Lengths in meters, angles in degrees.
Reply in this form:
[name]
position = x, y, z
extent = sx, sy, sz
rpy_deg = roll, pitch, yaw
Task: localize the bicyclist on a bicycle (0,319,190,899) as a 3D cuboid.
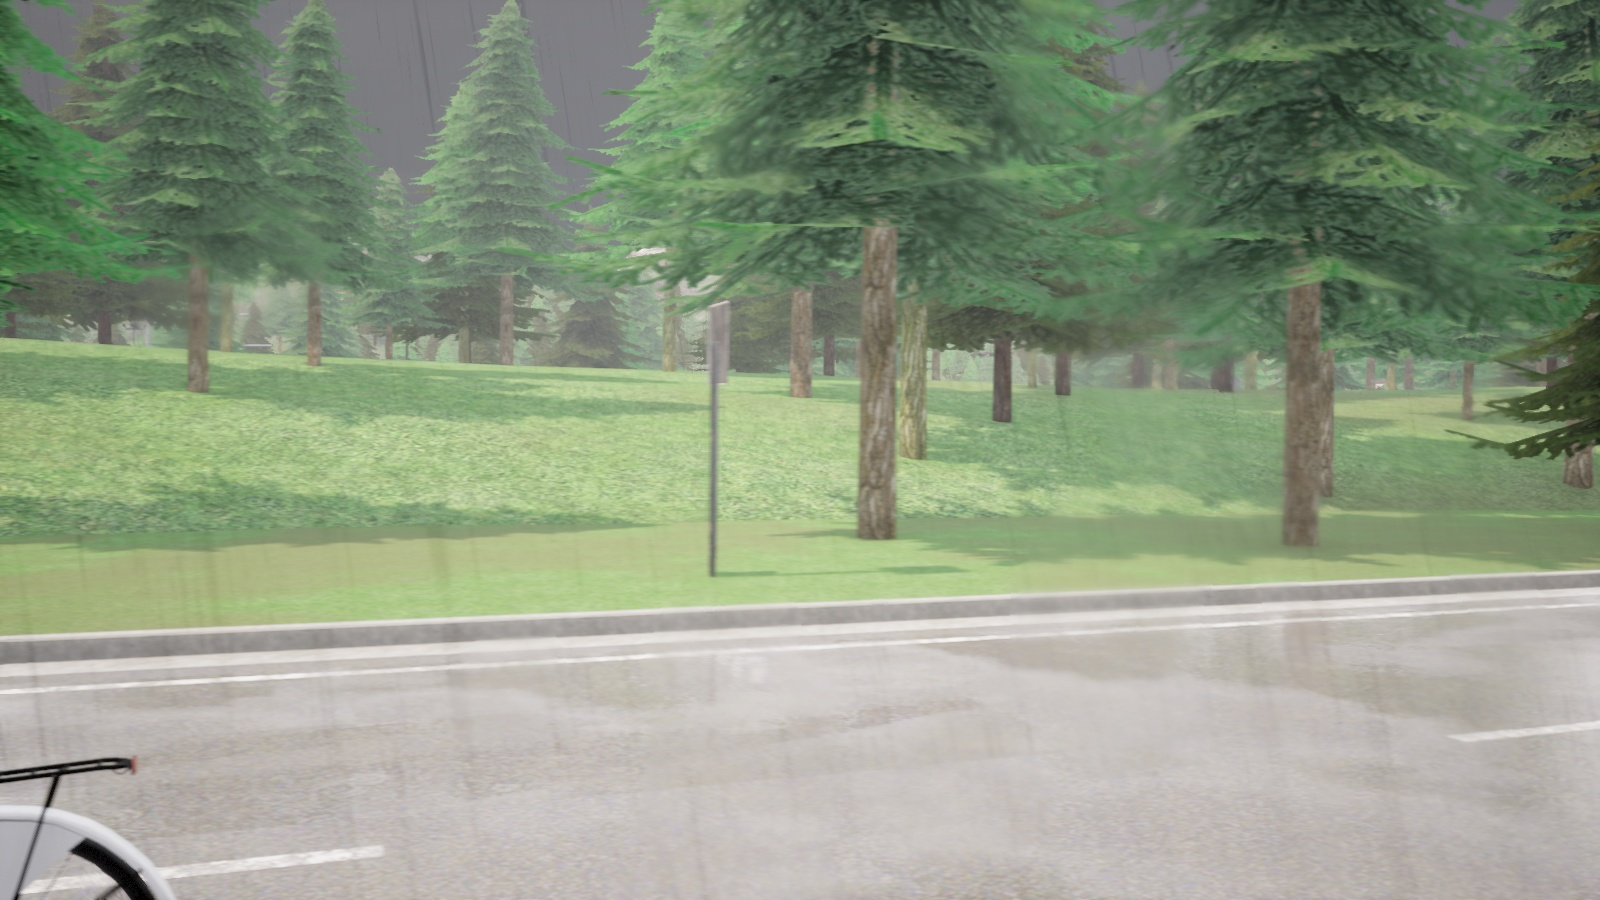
[bicyclist on a bicycle]
position = -2.225, 0.654, 2.393
extent = 1.843, 1.776, 0.659
rpy_deg = -1, 1, -21
